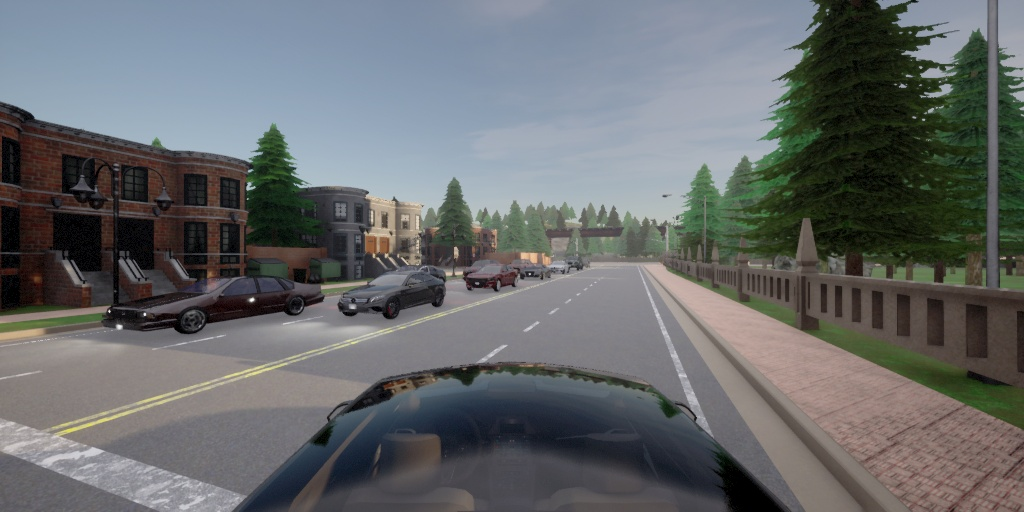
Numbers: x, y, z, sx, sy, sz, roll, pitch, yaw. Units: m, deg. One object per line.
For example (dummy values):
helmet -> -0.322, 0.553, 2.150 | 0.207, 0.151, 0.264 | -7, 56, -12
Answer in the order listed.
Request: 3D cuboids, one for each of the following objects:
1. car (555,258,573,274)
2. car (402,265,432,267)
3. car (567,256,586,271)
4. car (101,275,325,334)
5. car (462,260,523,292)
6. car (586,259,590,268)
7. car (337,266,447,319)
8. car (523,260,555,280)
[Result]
car -> 5.357, 1.276, 40.960 | 1.812, 1.442, 4.674 | 0, 0, 19
car -> -5.442, 1.242, 20.016 | 2.128, 1.511, 4.902 | 0, 0, 18
car -> 8.711, 0.972, 50.837 | 2.150, 2.045, 5.566 | 0, 0, 19
car -> -8.482, 1.297, 11.038 | 2.033, 1.411, 5.357 | 0, 0, 19
car -> -1.095, 1.228, 21.923 | 1.882, 1.535, 5.008 | 0, 0, 19
car -> 12.178, 1.255, 61.010 | 1.837, 1.490, 4.892 | 0, 0, 19
car -> -4.090, 1.276, 13.088 | 1.812, 1.442, 4.674 | 0, 0, 19
car -> 2.128, 1.314, 31.407 | 1.994, 1.385, 4.181 | 0, 0, 20
